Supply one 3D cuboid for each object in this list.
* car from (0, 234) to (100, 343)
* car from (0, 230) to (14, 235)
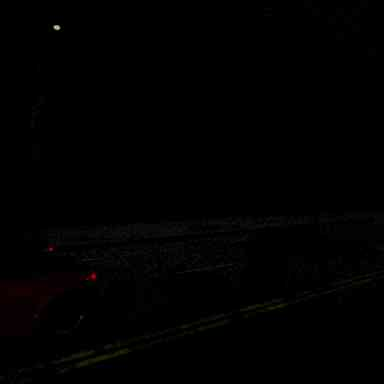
[{"bbox_3d":[-3.608,1.563,5.081,4.181,1.385,1.994,0,0,-35],"label":"car"},{"bbox_3d":[-5.469,1.562,7.746,4.181,1.385,1.994,0,0,-35],"label":"car"}]
